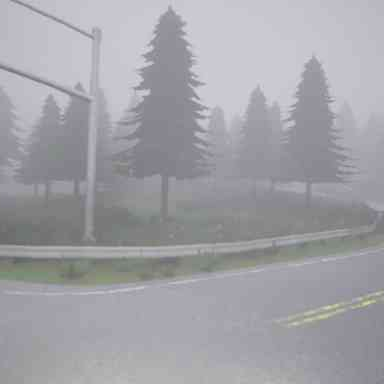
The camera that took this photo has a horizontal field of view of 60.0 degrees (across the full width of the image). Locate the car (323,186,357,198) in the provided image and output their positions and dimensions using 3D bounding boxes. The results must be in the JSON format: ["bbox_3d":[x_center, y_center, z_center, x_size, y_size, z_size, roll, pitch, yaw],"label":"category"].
[{"bbox_3d":[17.593,0.034,39.775,1.837,1.490,4.892,2,5,-12],"label":"car"}]
